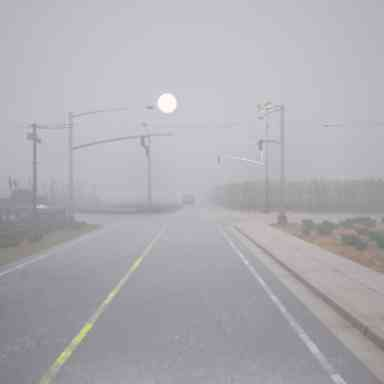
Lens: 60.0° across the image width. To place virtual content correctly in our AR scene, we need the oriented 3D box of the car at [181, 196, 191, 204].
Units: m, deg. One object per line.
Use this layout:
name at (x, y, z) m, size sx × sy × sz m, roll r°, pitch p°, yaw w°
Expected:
car at (-1.294, 1.659, 69.220) m, size 1.812 × 1.442 × 4.674 m, roll 0°, pitch 0°, yaw -3°

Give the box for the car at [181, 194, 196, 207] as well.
car at (-0.601, 1.348, 53.595) m, size 2.150 × 2.045 × 5.566 m, roll 0°, pitch 0°, yaw -2°
